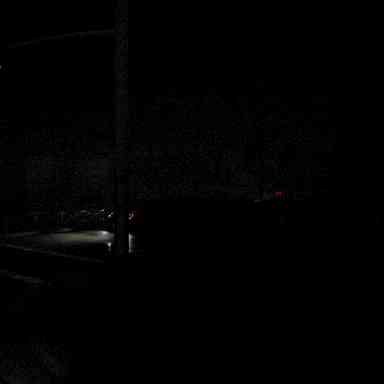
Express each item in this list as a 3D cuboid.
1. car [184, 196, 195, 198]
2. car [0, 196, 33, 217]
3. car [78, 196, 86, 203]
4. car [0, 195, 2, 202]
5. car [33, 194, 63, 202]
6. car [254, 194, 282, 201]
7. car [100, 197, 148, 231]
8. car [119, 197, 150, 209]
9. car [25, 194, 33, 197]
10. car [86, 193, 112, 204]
[{"bbox_3d":[-0.778,1.374,48.169,1.845,1.501,3.633,0,0,35],"label":"car"},{"bbox_3d":[-15.817,1.339,26.918,2.007,1.523,4.514,0,0,35],"label":"car"},{"bbox_3d":[-18.474,1.077,60.365,1.905,1.878,3.866,0,0,35],"label":"car"},{"bbox_3d":[-41.402,1.298,67.569,2.007,1.523,4.514,0,0,35],"label":"car"},{"bbox_3d":[-28.915,1.153,67.759,2.152,1.636,5.027,0,0,35],"label":"car"},{"bbox_3d":[8.422,1.221,37.051,2.150,2.045,5.566,0,0,35],"label":"car"},{"bbox_3d":[-3.056,1.352,20.569,2.097,1.767,4.553,0,0,35],"label":"car"},{"bbox_3d":[-7.499,1.384,43.836,1.970,1.475,3.806,0,0,35],"label":"car"},{"bbox_3d":[-34.339,1.232,71.204,1.970,1.475,3.806,0,0,35],"label":"car"},{"bbox_3d":[-15.864,1.097,59.022,1.932,1.855,4.605,0,0,35],"label":"car"}]
